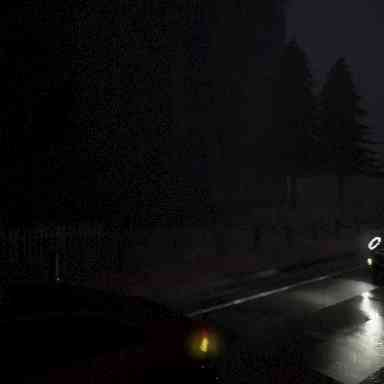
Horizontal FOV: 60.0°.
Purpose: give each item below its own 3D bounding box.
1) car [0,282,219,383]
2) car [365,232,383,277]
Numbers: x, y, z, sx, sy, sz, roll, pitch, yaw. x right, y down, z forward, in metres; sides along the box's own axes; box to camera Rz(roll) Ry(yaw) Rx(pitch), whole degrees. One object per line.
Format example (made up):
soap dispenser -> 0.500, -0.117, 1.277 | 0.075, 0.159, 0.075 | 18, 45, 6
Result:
car -> -1.800, 1.578, 2.692 | 4.181, 1.385, 1.994 | -1, 0, -36
car -> 6.524, 1.247, 8.734 | 4.553, 1.767, 2.097 | -1, 0, -36
